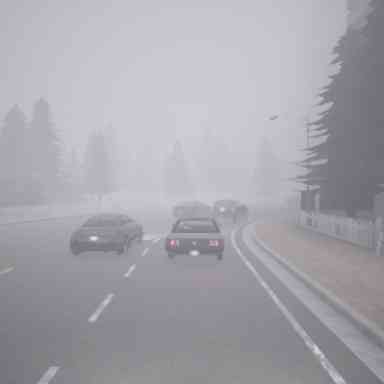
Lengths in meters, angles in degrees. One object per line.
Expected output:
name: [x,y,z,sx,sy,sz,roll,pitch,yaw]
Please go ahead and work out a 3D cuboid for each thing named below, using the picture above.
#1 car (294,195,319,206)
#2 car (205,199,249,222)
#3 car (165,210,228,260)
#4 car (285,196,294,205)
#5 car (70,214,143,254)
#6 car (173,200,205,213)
car: [19.060,1.166,51.353,5.566,2.045,2.150,0,0,-22]
car: [3.018,1.323,26.096,2.097,1.767,4.553,0,0,23]
car: [0.189,1.587,12.452,1.895,1.301,4.718,0,0,3]
car: [17.991,1.163,54.689,5.566,2.045,2.150,0,0,-22]
car: [-3.247,1.550,13.381,1.994,1.385,4.181,0,0,3]
car: [0.149,1.447,28.215,1.882,1.535,5.008,0,0,24]
